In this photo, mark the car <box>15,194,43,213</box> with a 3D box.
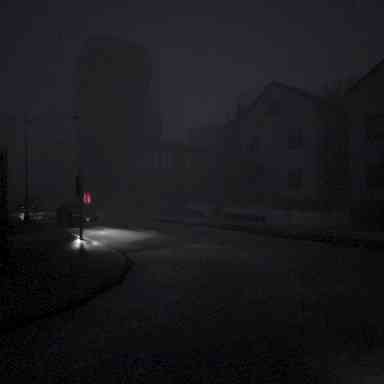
[{"bbox_3d":[-18.470,1.216,37.588,2.150,2.045,5.566,0,0,-35],"label":"car"}]

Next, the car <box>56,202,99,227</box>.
[{"bbox_3d":[-8.053,1.484,23.101,2.128,1.511,4.902,0,0,-36],"label":"car"}]
